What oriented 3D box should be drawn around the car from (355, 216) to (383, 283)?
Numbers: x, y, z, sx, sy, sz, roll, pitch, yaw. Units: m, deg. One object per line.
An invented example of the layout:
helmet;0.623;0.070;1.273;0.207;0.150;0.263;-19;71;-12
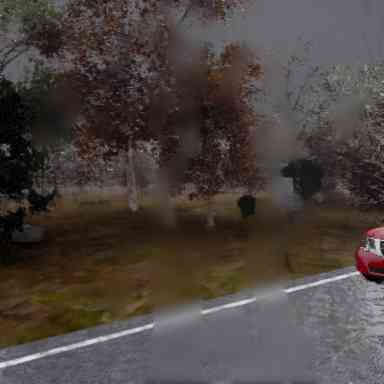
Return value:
car;6.478;1.188;8.412;5.566;2.045;2.150;0;0;-34
